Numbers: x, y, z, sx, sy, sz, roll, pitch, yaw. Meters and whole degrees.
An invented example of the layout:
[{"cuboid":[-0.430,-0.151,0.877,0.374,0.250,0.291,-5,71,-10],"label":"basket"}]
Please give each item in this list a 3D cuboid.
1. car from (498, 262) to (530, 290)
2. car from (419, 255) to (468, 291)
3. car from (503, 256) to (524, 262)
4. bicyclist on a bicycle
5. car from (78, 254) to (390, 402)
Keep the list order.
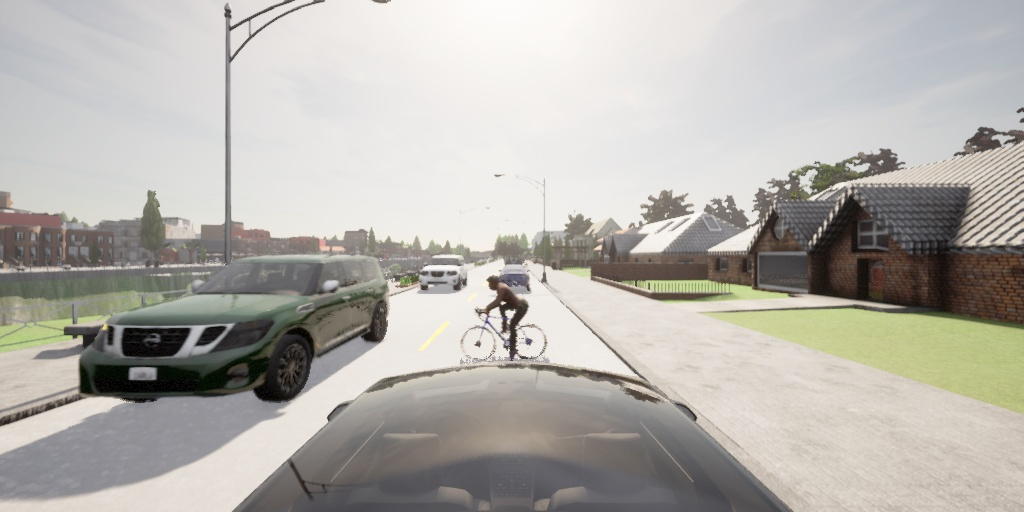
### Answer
[{"cuboid":[0.137,1.268,22.027,1.812,1.442,4.674,0,0,0],"label":"car"},{"cuboid":[-4.054,0.966,22.128,2.150,2.045,5.566,0,0,0],"label":"car"},{"cuboid":[0.180,0.959,41.845,2.150,2.045,5.566,0,0,0],"label":"car"},{"cuboid":[-0.173,1.192,6.816,1.656,1.620,0.582,-2,0,0],"label":"bicyclist on a bicycle"},{"cuboid":[-4.101,0.971,6.754,2.150,2.045,5.566,0,0,0],"label":"car"}]
